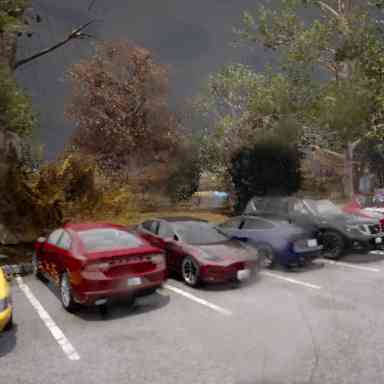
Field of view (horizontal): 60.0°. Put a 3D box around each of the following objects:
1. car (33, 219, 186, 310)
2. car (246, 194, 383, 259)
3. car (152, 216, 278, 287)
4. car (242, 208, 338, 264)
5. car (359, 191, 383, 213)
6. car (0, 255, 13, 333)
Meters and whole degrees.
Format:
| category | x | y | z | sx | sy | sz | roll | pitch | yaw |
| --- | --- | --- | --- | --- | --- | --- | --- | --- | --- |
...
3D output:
| category | x | y | z | sx | sy | sz | roll | pitch | yaw |
| --- | --- | --- | --- | --- | --- | --- | --- | --- | --- |
| car | -2.474 | 1.471 | 8.034 | 2.097 | 1.535 | 5.008 | 0 | 0 | -35 |
| car | 4.343 | 1.189 | 12.859 | 2.435 | 2.045 | 5.566 | 0 | 0 | -35 |
| car | -0.192 | 1.489 | 9.629 | 2.163 | 1.488 | 4.792 | 0 | 0 | -35 |
| car | 2.044 | 1.479 | 11.292 | 2.163 | 1.488 | 4.792 | 0 | 0 | -35 |
| car | 19.688 | 1.031 | 32.633 | 2.150 | 2.045 | 5.566 | -3 | 4 | -32 |
| car | -4.640 | 1.479 | 6.272 | 1.946 | 1.575 | 5.366 | 0 | 0 | -35 |
